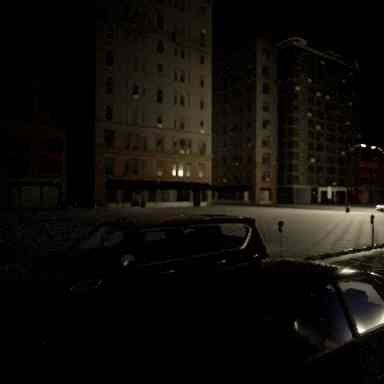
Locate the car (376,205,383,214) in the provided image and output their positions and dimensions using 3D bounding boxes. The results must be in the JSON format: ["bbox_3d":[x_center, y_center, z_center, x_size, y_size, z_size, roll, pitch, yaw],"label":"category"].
[{"bbox_3d":[23.279,1.820,37.127,1.895,1.301,4.718,1,0,-35],"label":"car"}]

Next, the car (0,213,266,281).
[{"bbox_3d":[-0.808,1.334,5.609,5.009,1.841,2.192,1,0,-35],"label":"car"}]

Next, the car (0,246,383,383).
[{"bbox_3d":[1.006,1.570,3.787,5.357,1.411,2.033,1,0,-35],"label":"car"}]
